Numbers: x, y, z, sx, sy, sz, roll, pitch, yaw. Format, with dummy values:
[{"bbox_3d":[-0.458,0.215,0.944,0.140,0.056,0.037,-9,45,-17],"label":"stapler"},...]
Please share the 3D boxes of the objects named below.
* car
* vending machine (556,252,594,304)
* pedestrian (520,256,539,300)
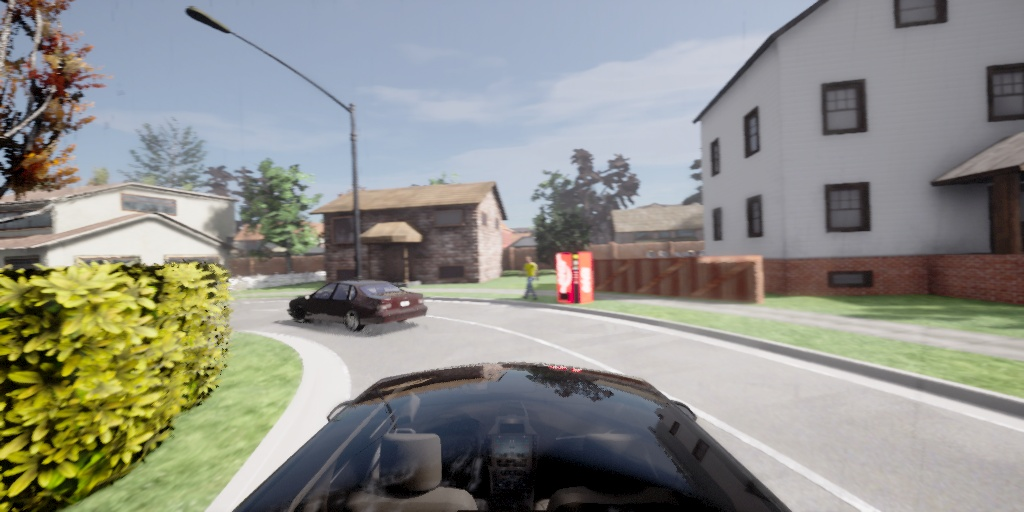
[{"bbox_3d":[-5.105,1.468,11.538,5.357,1.411,2.033,-2,0,34],"label":"car"},{"bbox_3d":[2.426,0.839,13.679,1.100,2.100,0.880,0,0,-41],"label":"vending machine"},{"bbox_3d":[0.718,0.848,14.335,0.375,1.860,0.375,-2,0,44],"label":"pedestrian"}]
